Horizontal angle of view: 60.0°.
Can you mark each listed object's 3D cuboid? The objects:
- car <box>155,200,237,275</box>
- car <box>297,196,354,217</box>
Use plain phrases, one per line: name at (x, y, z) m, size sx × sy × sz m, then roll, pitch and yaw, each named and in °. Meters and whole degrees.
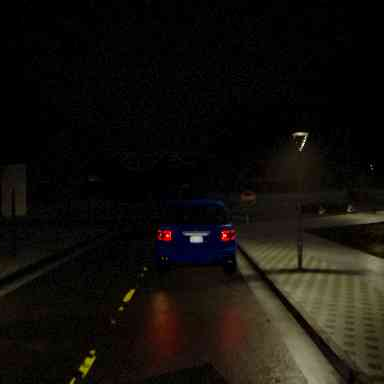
car at (0.100, 1.246, 10.690) m, size 2.150 × 2.045 × 5.566 m, roll 0°, pitch 0°, yaw 0°
car at (10.938, 1.072, 27.110) m, size 5.008 × 1.535 × 1.882 m, roll -3°, pitch 2°, yaw -23°
